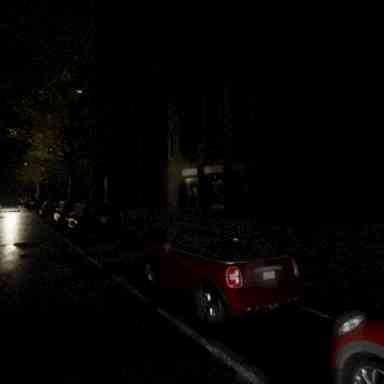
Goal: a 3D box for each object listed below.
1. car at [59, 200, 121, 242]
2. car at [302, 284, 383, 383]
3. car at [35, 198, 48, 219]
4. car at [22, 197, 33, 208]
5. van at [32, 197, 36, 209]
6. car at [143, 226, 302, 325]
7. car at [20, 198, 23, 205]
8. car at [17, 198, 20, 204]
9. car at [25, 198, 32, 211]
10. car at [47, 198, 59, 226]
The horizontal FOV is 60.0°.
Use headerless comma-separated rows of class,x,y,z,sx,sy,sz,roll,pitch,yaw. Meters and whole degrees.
car,-5.195,1.417,17.241,2.192,1.841,5.009,0,0,-30
car,3.159,1.448,2.529,1.967,1.590,4.097,0,0,-30
car,-13.549,1.650,31.952,1.967,1.590,4.097,0,0,-30
car,-24.688,1.936,51.564,1.947,1.339,4.313,0,0,-30
van,-16.334,1.587,36.856,1.690,1.788,3.998,0,0,-30
car,0.375,1.476,7.432,1.967,1.590,4.097,0,0,-30
car,-27.474,1.733,56.471,2.192,1.841,5.009,0,0,-30
car,-35.827,2.128,71.180,1.947,1.339,4.313,0,0,-30
car,-21.904,1.906,46.662,1.802,1.307,4.206,0,0,-30
car,-7.980,1.452,22.144,2.192,1.841,5.009,0,0,-30
